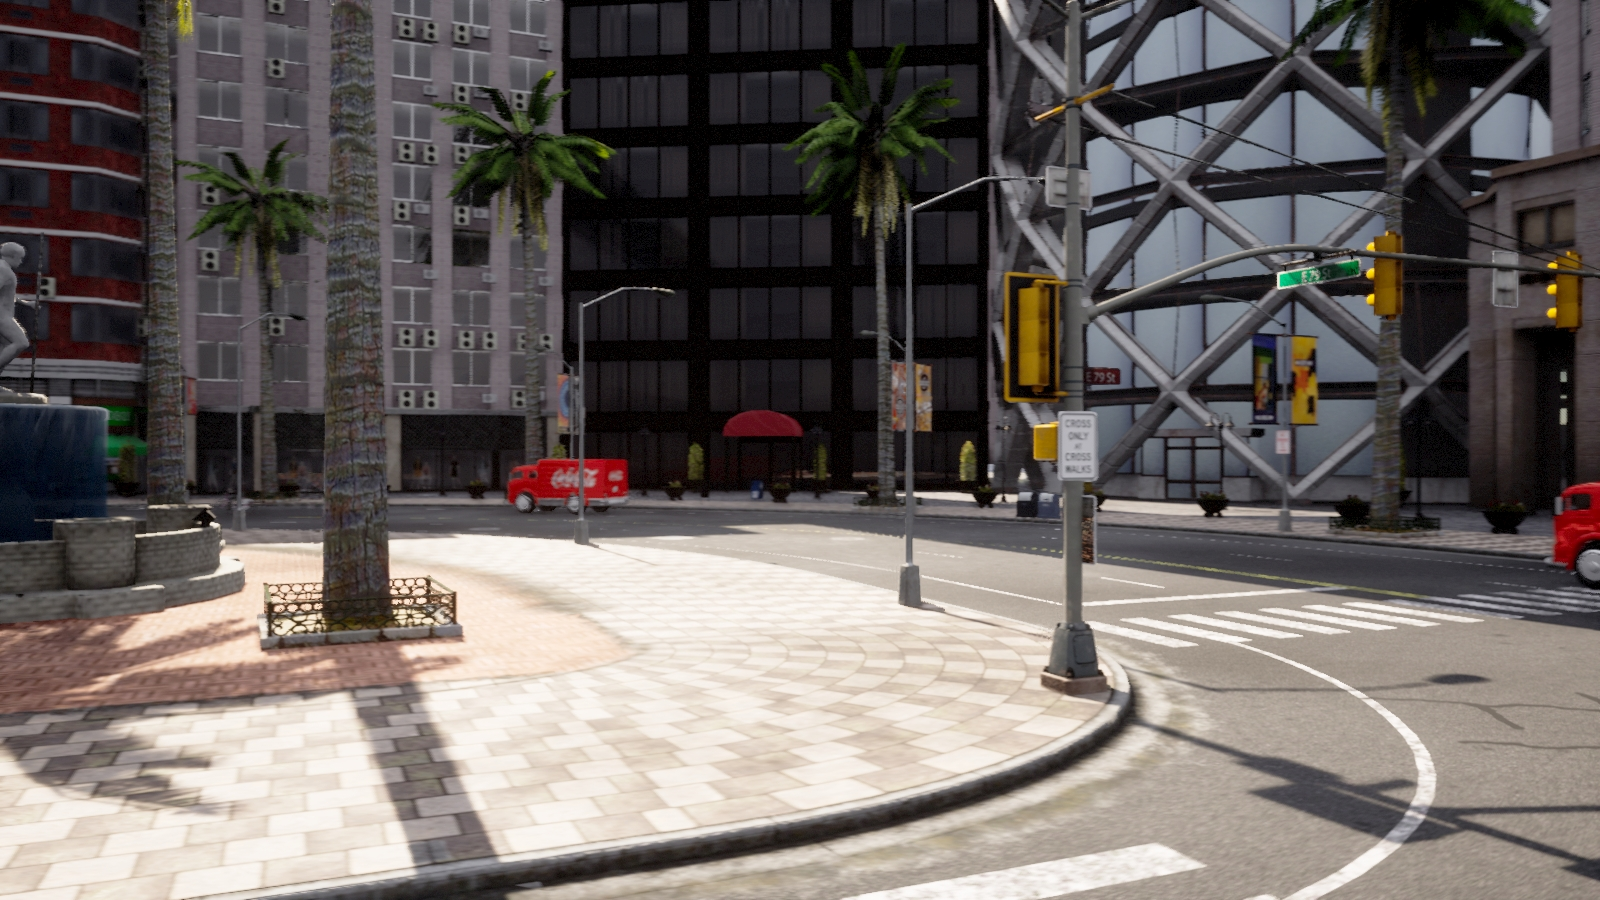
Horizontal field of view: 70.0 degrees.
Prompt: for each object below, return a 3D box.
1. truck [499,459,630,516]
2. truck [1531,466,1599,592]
[{"bbox_3d":[-10.636,1.642,51.756,5.204,2.467,2.627,0,0,18],"label":"truck"},{"bbox_3d":[17.611,1.590,22.161,2.627,2.467,5.204,0,0,-23],"label":"truck"}]
